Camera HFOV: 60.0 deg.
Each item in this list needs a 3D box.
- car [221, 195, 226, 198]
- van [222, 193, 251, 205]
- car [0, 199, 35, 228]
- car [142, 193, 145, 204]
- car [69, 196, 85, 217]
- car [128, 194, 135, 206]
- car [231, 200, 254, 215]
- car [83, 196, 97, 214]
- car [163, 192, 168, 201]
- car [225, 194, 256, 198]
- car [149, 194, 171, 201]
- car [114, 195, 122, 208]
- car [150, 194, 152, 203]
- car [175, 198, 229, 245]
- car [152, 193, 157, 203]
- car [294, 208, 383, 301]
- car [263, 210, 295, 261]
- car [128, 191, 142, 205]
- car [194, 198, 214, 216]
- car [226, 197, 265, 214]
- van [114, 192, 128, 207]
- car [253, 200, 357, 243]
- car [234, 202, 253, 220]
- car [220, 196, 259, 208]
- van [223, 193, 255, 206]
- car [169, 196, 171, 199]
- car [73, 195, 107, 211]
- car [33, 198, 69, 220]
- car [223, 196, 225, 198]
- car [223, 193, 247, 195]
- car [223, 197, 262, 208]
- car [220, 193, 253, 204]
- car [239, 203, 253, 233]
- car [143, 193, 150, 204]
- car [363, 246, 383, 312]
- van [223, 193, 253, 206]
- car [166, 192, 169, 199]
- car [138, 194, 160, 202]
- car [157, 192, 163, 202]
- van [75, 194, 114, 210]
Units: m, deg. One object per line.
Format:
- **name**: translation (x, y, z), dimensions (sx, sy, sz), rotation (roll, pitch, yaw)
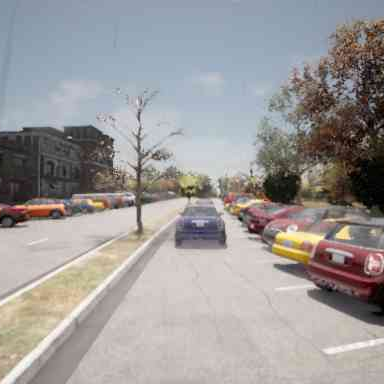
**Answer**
- **car**: translation (6.087, 1.437, 36.767), dimensions (5.366, 1.575, 1.946), rotation (1, 0, -16)
- **van**: translation (7.700, 1.192, 57.561), dimensions (4.442, 1.987, 1.878), rotation (1, 0, -16)
- **car**: translation (-12.938, 1.460, 20.812), dimensions (5.008, 1.535, 2.097), rotation (-1, 0, -18)
- **car**: translation (-10.713, 1.435, 53.892), dimensions (5.008, 1.535, 2.097), rotation (-1, 0, -16)
- **car**: translation (-12.440, 1.456, 29.865), dimensions (4.892, 1.521, 2.231), rotation (-1, 0, -17)
- **car**: translation (-11.169, 1.440, 47.899), dimensions (5.008, 1.535, 2.097), rotation (-1, 0, -16)
- **car**: translation (5.408, 1.490, 22.034), dimensions (4.792, 1.488, 2.163), rotation (1, 0, -17)
- **car**: translation (-12.269, 1.453, 32.880), dimensions (5.008, 1.535, 2.097), rotation (-1, 0, -16)
- **car**: translation (-8.859, 1.413, 77.880), dimensions (5.008, 1.535, 2.097), rotation (-1, 0, -15)
- **car**: translation (5.839, 1.323, 30.891), dimensions (4.553, 1.767, 2.185), rotation (1, 0, -16)
- **car**: translation (-8.311, 1.377, 86.865), dimensions (5.366, 1.575, 1.946), rotation (-1, 1, -15)
- **car**: translation (-11.646, 1.476, 41.885), dimensions (4.792, 1.488, 2.163), rotation (-1, 0, -16)
- **car**: translation (-10.226, 1.458, 59.895), dimensions (4.792, 1.488, 2.163), rotation (-1, 0, -16)
- **car**: translation (0.406, 1.337, 15.540), dimensions (2.097, 1.767, 4.553), rotation (0, 0, 2)
- **car**: translation (-10.004, 1.175, 62.894), dimensions (5.566, 2.045, 2.435), rotation (-1, 0, -16)
- **car**: translation (4.875, 1.352, 7.212), dimensions (4.553, 1.767, 2.185), rotation (1, 0, -19)
- **car**: translation (5.138, 1.473, 10.243), dimensions (5.366, 1.575, 1.946), rotation (1, 0, -18)
- **car**: translation (-10.967, 1.187, 50.883), dimensions (5.566, 2.045, 2.435), rotation (-1, 0, -16)
- **car**: translation (1.315, 1.445, 33.490), dimensions (1.882, 1.535, 5.008), rotation (0, 0, 4)
- **car**: translation (5.680, 1.452, 27.939), dimensions (5.008, 1.535, 2.097), rotation (1, 0, -16)
- **van**: translation (-11.285, 1.216, 44.935), dimensions (4.442, 1.987, 1.878), rotation (-1, 0, -16)
- **car**: translation (5.072, 1.345, 13.147), dimensions (4.553, 1.767, 2.185), rotation (1, 0, -18)
- **car**: translation (5.218, 1.492, 19.046), dimensions (4.792, 1.488, 2.163), rotation (1, 0, -17)
- **car**: translation (6.962, 1.424, 48.637), dimensions (5.366, 1.575, 1.946), rotation (1, 0, -16)
- **van**: translation (7.256, 1.198, 51.622), dimensions (4.442, 1.987, 1.878), rotation (1, 0, -16)
- **car**: translation (-8.401, 1.144, 83.888), dimensions (5.566, 2.045, 2.435), rotation (-1, 0, -15)
- **car**: translation (-12.231, 1.451, 35.828), dimensions (5.366, 1.575, 1.946), rotation (-1, 0, -16)
- **car**: translation (-12.609, 1.331, 26.850), dimensions (4.553, 1.767, 2.185), rotation (-1, 0, -17)
- **car**: translation (6.054, 1.446, 33.861), dimensions (4.892, 1.521, 2.231), rotation (1, 0, -16)
- **car**: translation (6.505, 1.187, 39.798), dimensions (5.566, 2.045, 2.435), rotation (1, 0, -16)
- **car**: translation (6.946, 1.462, 45.734), dimensions (4.792, 1.488, 2.163), rotation (1, 0, -16)
- **car**: translation (8.064, 1.165, 60.573), dimensions (5.566, 2.045, 2.435), rotation (1, 0, -16)
- **car**: translation (5.128, 1.466, 16.102), dimensions (5.008, 1.535, 2.097), rotation (1, 0, -18)
- **car**: translation (-10.511, 1.181, 56.874), dimensions (5.566, 2.045, 2.435), rotation (-1, 0, -16)
- **car**: translation (4.857, 1.521, 4.260), dimensions (4.674, 1.452, 2.002), rotation (1, 0, -19)
- **van**: translation (7.478, 1.195, 54.592), dimensions (4.442, 1.987, 1.878), rotation (1, 0, -16)
- **car**: translation (-8.614, 1.447, 80.895), dimensions (4.674, 1.452, 2.002), rotation (-1, 0, -15)
- **car**: translation (-9.302, 1.292, 71.878), dimensions (4.553, 1.767, 2.185), rotation (-1, 0, -16)
- **car**: translation (-9.545, 1.169, 68.891), dimensions (5.566, 2.045, 2.435), rotation (-1, 0, -16)
- **van**: translation (-11.731, 1.221, 38.927), dimensions (4.442, 1.987, 1.878), rotation (-1, 0, -16)
